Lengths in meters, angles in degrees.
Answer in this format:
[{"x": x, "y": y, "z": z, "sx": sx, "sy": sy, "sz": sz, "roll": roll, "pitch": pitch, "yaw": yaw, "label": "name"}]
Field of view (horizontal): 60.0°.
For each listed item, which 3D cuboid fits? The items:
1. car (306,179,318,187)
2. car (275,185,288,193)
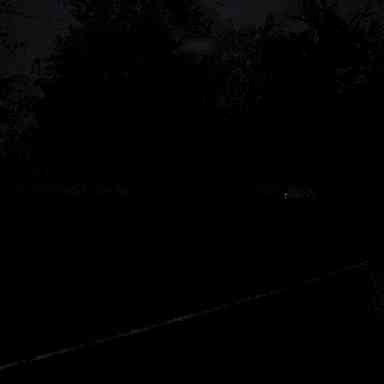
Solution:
[{"x": 26.412, "y": -2.014, "z": 72.077, "sx": 4.902, "sy": 1.511, "sz": 2.128, "roll": -6, "pitch": 3, "yaw": -28, "label": "car"}, {"x": 15.961, "y": -0.561, "z": 59.106, "sx": 1.994, "sy": 1.385, "sz": 4.181, "roll": -3, "pitch": 3, "yaw": 17, "label": "car"}]
